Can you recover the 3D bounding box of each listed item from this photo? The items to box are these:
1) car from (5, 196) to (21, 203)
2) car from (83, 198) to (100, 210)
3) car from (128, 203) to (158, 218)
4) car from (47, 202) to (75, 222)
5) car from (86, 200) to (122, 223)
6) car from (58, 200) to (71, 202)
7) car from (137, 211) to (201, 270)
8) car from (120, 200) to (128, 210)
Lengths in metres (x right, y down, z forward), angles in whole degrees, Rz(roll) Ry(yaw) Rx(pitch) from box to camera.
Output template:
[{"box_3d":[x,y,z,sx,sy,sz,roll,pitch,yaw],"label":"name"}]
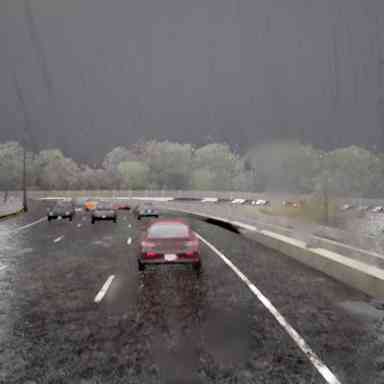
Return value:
[{"box_3d":[-42.234,1.844,78.561,4.553,1.767,2.097,0,0,40],"label":"car"},{"box_3d":[-13.200,1.586,44.256,2.097,1.767,4.553,0,0,-24],"label":"car"},{"box_3d":[-4.210,1.688,29.923,2.033,1.411,5.357,0,0,-16],"label":"car"},{"box_3d":[-11.096,1.762,28.494,1.895,1.301,4.718,0,0,-16],"label":"car"},{"box_3d":[-7.040,1.630,26.749,2.128,1.511,4.902,0,0,-14],"label":"car"},{"box_3d":[-16.902,1.740,44.058,2.128,1.511,4.902,0,0,-24],"label":"car"},{"box_3d":[-0.778,1.575,11.108,1.812,1.442,4.674,0,0,-5],"label":"car"},{"box_3d":[-10.043,1.793,45.820,1.994,1.385,4.181,0,0,-24],"label":"car"}]
